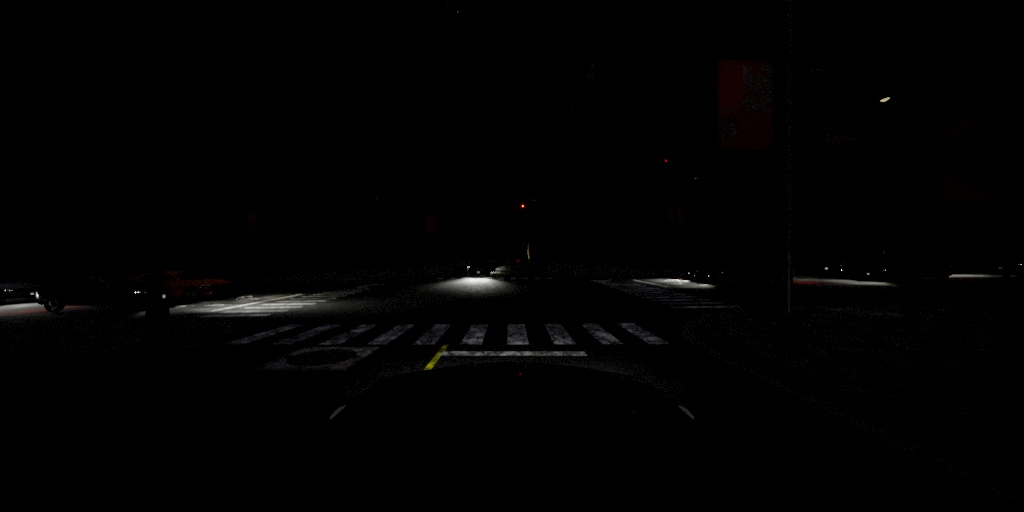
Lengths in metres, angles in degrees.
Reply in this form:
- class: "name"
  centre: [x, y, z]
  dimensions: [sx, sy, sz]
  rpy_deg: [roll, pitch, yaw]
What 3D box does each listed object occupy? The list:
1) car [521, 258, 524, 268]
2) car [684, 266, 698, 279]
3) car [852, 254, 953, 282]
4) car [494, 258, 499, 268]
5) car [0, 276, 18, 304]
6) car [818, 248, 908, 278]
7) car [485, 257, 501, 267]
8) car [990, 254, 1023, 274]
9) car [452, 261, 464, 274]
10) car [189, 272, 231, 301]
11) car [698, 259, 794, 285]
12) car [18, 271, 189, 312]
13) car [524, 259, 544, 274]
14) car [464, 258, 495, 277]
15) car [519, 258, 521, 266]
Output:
- class: "car"
  centre: [2.671, 1.298, 52.012]
  dimensions: [1.888, 1.381, 4.507]
  rpy_deg: [0, 0, 0]
- class: "car"
  centre: [14.654, 1.017, 25.657]
  dimensions: [4.181, 1.385, 1.994]
  rpy_deg: [-1, 0, 0]
- class: "car"
  centre: [24.611, 0.809, 22.429]
  dimensions: [4.674, 1.442, 1.812]
  rpy_deg: [-1, 0, 0]
- class: "car"
  centre: [-3.170, 1.299, 47.895]
  dimensions: [2.033, 1.411, 5.357]
  rpy_deg: [0, 0, 0]
- class: "car"
  centre: [-27.627, 1.760, 18.885]
  dimensions: [4.674, 1.442, 1.812]
  rpy_deg: [-1, 0, 0]
- class: "car"
  centre: [25.262, 0.488, 25.680]
  dimensions: [5.566, 2.045, 2.150]
  rpy_deg: [-1, 0, 0]
- class: "car"
  centre: [-3.212, 1.281, 58.803]
  dimensions: [1.812, 1.442, 4.674]
  rpy_deg: [0, 0, 0]
- class: "car"
  centre: [37.440, 0.549, 25.682]
  dimensions: [4.902, 1.511, 2.128]
  rpy_deg: [-1, 0, 0]
- class: "car"
  centre: [-5.799, 1.301, 41.083]
  dimensions: [2.007, 1.370, 4.403]
  rpy_deg: [0, 0, 0]
- class: "car"
  centre: [-17.652, 1.525, 18.905]
  dimensions: [5.008, 1.535, 1.882]
  rpy_deg: [-1, 0, 2]
- class: "car"
  centre: [14.728, 0.962, 22.387]
  dimensions: [4.892, 1.490, 1.837]
  rpy_deg: [-1, 0, 2]
- class: "car"
  centre: [-17.629, 1.545, 15.661]
  dimensions: [4.902, 1.511, 2.128]
  rpy_deg: [-1, 0, 2]
- class: "car"
  centre: [2.726, 1.301, 41.123]
  dimensions: [2.007, 1.370, 4.403]
  rpy_deg: [0, 0, 0]
- class: "car"
  centre: [-3.106, 1.241, 35.452]
  dimensions: [2.128, 1.511, 4.902]
  rpy_deg: [0, 0, 0]
- class: "car"
  centre: [2.644, 1.305, 57.456]
  dimensions: [2.007, 1.370, 4.403]
  rpy_deg: [0, 0, 0]
